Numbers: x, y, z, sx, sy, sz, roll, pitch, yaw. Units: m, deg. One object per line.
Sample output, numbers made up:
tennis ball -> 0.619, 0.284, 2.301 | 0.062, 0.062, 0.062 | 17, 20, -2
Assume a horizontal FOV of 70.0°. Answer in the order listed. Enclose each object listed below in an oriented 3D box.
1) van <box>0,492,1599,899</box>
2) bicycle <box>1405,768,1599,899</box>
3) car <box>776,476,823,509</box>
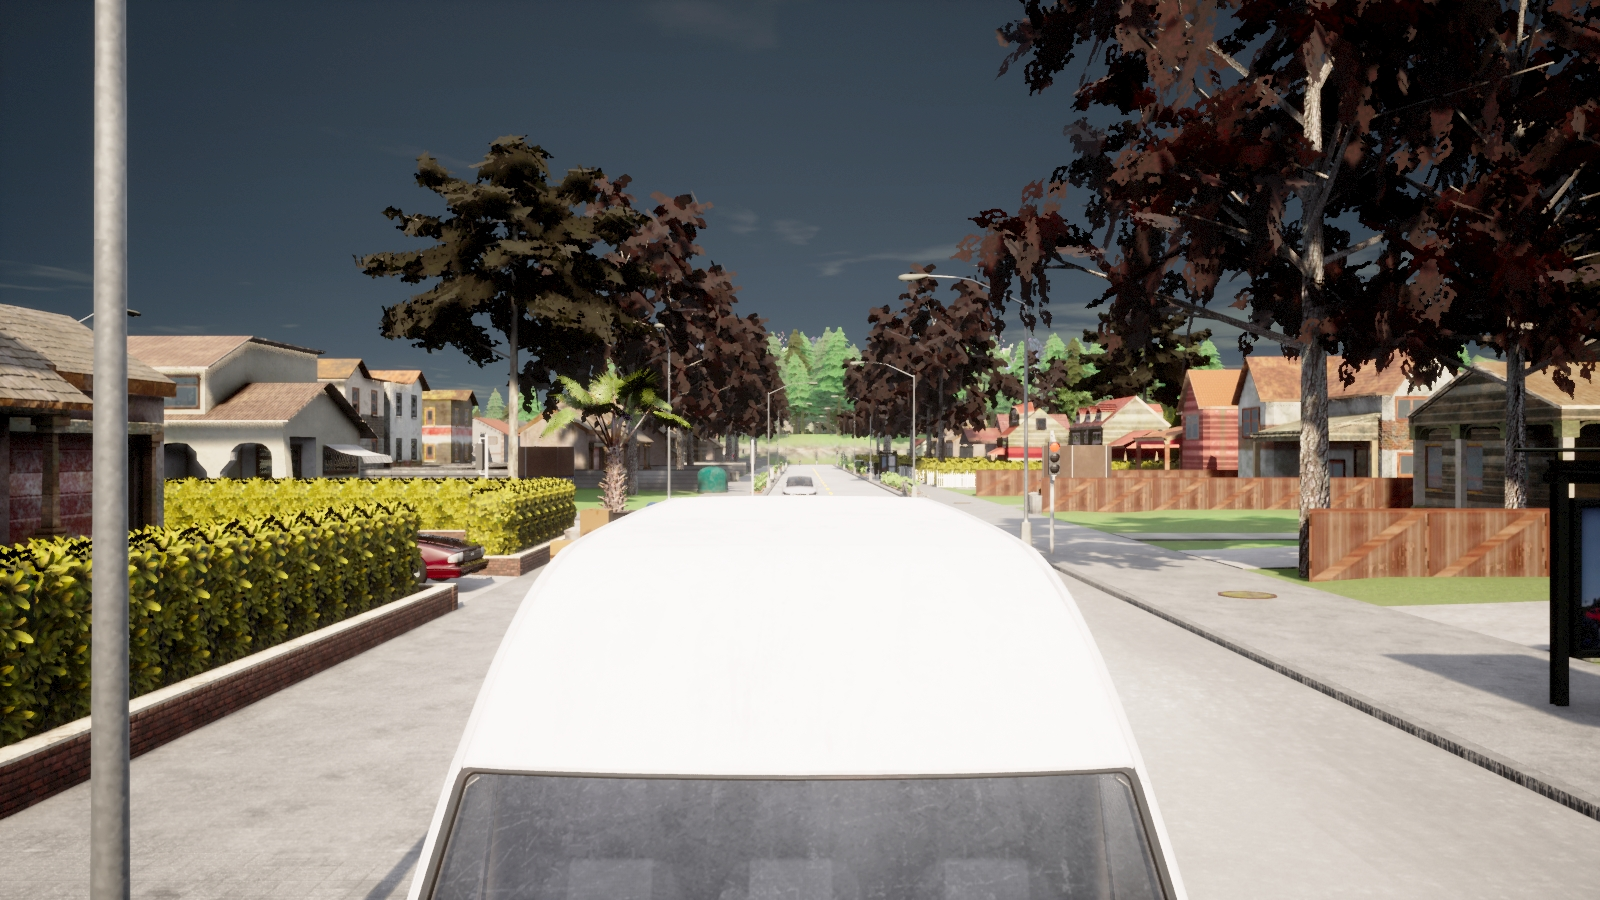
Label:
van -> 0.002, 1.537, 4.030 | 1.988, 2.561, 5.915 | 0, 0, 0
bicycle -> 2.687, 2.062, 3.843 | 0.329, 1.471, 1.835 | 0, 0, 0
car -> -0.011, 2.084, 56.929 | 2.231, 1.480, 4.892 | 0, 0, 0
